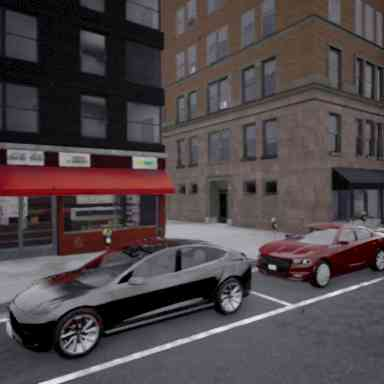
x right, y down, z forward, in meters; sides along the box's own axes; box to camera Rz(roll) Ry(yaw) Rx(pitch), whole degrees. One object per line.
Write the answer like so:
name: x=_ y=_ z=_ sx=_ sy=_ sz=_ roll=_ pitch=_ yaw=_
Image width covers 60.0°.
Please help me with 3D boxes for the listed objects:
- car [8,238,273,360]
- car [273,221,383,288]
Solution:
car: x=-0.803 y=1.565 z=5.970 sx=4.313 sy=1.339 sz=1.947 roll=0 pitch=-1 yaw=-36
car: x=3.741 y=1.542 z=9.215 sx=4.507 sy=1.381 sz=1.887 roll=0 pitch=-1 yaw=-36
